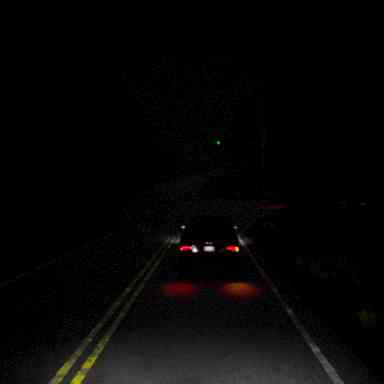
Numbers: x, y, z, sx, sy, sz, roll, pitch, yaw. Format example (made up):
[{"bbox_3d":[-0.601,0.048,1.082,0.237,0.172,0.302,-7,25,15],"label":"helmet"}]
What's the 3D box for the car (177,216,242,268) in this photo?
[{"bbox_3d":[0.576,1.510,11.116,2.033,1.411,5.357,0,0,3],"label":"car"}]
